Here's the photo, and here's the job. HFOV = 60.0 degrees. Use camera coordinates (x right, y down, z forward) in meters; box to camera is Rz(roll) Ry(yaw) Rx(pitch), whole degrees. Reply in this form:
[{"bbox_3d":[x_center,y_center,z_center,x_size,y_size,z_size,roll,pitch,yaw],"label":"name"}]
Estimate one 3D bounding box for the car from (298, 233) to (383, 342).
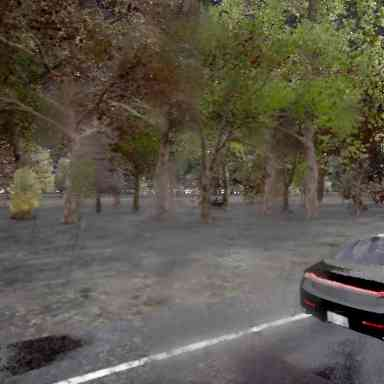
[{"bbox_3d":[3.969,1.473,5.765,4.902,1.511,2.128,0,0,-33],"label":"car"}]
